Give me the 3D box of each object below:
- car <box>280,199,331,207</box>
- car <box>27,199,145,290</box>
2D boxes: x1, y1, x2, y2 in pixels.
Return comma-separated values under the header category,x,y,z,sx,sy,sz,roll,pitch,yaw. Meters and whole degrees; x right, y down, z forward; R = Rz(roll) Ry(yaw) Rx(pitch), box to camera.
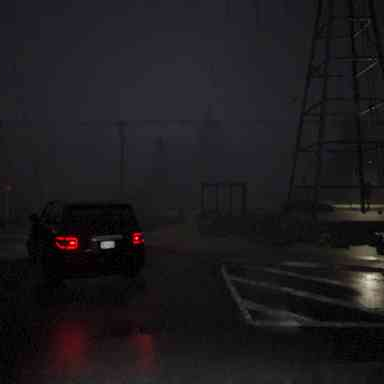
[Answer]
category,x,y,z,sx,sy,sz,roll,pitch,yaw
car,10.998,1.420,31.962,5.008,1.535,1.882,0,0,2
car,-3.193,1.206,9.426,2.150,2.045,5.566,0,0,-31
